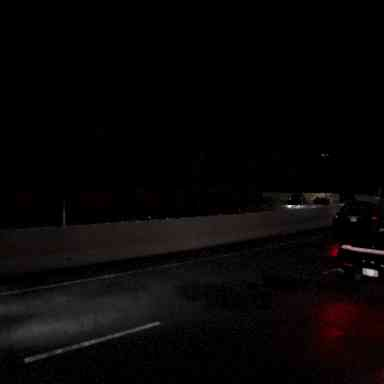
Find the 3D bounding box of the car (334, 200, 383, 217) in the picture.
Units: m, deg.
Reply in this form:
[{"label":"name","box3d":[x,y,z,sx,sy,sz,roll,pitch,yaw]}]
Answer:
[{"label":"car","box3d":[8.581,1.222,16.013,4.553,1.767,2.097,-1,0,-44]}]

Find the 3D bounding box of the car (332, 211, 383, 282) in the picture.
[{"label":"car","box3d":[5.509,1.417,8.381,4.902,1.511,2.128,-1,0,-40]}]

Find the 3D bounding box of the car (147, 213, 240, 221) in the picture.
[{"label":"car","box3d":[0.253,1.148,17.863,5.566,2.045,2.150,-1,1,-42]}]
